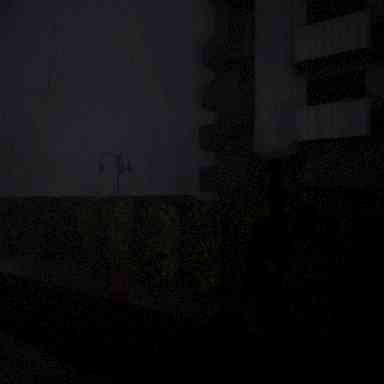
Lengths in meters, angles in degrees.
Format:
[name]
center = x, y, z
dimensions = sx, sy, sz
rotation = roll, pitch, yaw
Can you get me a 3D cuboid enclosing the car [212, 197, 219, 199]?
[car]
center = 3.672, 1.491, 45.673
dimensions = 2.128, 1.511, 4.902
rotation = 0, 0, 36
